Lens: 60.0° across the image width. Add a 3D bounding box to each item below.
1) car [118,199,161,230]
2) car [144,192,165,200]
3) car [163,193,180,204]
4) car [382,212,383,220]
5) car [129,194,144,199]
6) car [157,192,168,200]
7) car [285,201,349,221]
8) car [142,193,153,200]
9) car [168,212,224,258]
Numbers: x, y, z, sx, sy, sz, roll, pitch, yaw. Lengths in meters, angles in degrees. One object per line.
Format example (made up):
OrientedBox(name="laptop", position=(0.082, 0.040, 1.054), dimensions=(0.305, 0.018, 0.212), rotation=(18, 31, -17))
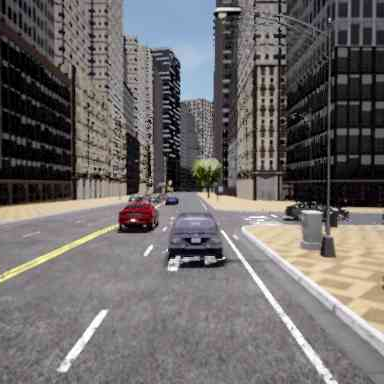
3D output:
OrientedBox(name="car", position=(-3.122, 1.400, 20.221), dimensions=(1.882, 1.535, 5.008), rotation=(0, -1, 0))
OrientedBox(name="car", position=(-6.474, 1.125, 57.412), dimensions=(2.128, 1.511, 4.902), rotation=(0, 0, 1))
OrientedBox(name="car", position=(-3.083, 1.224, 53.205), dimensions=(1.994, 1.385, 4.181), rotation=(0, 0, 0))
OrientedBox(name="car", position=(15.950, 1.675, 23.713), dimensions=(4.403, 1.369, 2.008), rotation=(1, 1, -1))
OrientedBox(name="car", position=(-9.721, 1.126, 57.397), dimensions=(2.128, 1.511, 4.902), rotation=(0, 0, 1))
OrientedBox(name="car", position=(-6.407, 0.888, 73.251), dimensions=(2.097, 1.767, 4.553), rotation=(0, 0, 0))
OrientedBox(name="car", position=(9.958, 1.505, 26.646), dimensions=(4.892, 1.490, 1.837), rotation=(0, -2, -1))
OrientedBox(name="car", position=(-9.657, 1.057, 73.215), dimensions=(1.812, 1.442, 4.674), rotation=(0, 0, 0))
OrientedBox(name="car", position=(0.114, 1.467, 12.404), dimensions=(2.033, 1.411, 5.357), rotation=(0, 0, 0))
